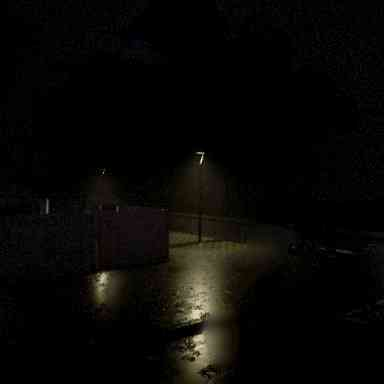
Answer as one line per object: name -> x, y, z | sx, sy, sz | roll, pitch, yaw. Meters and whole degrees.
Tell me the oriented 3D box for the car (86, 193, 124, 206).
car -> -8.272, 1.180, 31.342 | 2.150, 2.045, 5.566 | 0, 1, -35
